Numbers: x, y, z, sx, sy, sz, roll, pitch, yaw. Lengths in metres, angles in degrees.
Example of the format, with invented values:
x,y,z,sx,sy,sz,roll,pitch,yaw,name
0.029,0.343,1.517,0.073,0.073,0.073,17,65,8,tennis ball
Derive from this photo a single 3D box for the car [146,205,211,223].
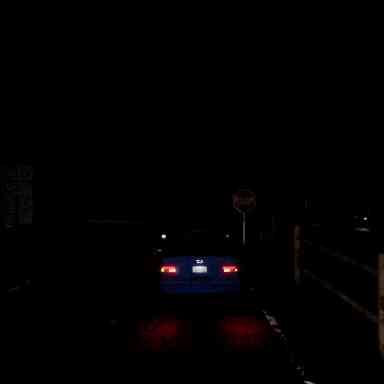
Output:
x,y,z,sx,sy,sz,roll,pitch,yaw,name
-0.977,1.625,24.787,4.718,1.301,1.895,1,0,1,car

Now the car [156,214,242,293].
x,y,z,sx,sy,sz,roll,pitch,yaw,name
0.109,1.549,8.970,2.033,1.411,5.357,0,0,-1,car

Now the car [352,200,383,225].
x,y,z,sx,sy,sz,roll,pitch,yaw,name
14.887,1.507,24.594,5.566,2.045,2.150,1,-1,1,car
